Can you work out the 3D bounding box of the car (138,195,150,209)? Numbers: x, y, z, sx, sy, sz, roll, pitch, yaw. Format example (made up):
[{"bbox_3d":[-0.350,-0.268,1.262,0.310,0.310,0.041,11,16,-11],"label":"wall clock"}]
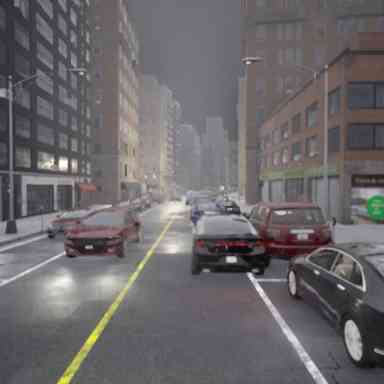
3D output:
[{"bbox_3d":[-5.617,1.296,33.021,1.802,1.307,4.206,-1,1,0],"label":"car"}]

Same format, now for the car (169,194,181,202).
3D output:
[{"bbox_3d":[-2.901,1.042,59.019,1.994,1.385,4.181,0,0,0],"label":"car"}]

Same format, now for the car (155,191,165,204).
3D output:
[{"bbox_3d":[-5.591,0.877,49.542,2.192,1.841,5.009,-1,1,0],"label":"car"}]

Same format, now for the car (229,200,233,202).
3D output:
[{"bbox_3d":[2.898,1.329,27.512,1.947,1.339,4.313,-1,1,0],"label":"car"}]

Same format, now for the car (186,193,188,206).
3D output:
[{"bbox_3d":[0.106,1.160,45.960,1.994,1.385,4.181,0,0,0],"label":"car"}]

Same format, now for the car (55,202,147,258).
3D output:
[{"bbox_3d":[-3.080,1.371,12.466,1.882,1.535,5.008,0,0,0],"label":"car"}]

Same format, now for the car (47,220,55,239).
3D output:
[{"bbox_3d":[-5.646,1.441,16.499,1.802,1.307,4.206,-1,0,0],"label":"car"}]

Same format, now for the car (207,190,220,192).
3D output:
[{"bbox_3d":[5.911,0.677,93.864,1.947,1.339,4.313,0,1,9],"label":"car"}]

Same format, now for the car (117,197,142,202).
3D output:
[{"bbox_3d":[-5.627,1.345,27.513,1.802,1.307,4.206,-1,1,0],"label":"car"}]

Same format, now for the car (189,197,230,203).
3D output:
[{"bbox_3d":[0.935,1.306,20.169,1.882,1.535,5.008,0,0,0],"label":"car"}]

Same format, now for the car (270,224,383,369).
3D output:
[{"bbox_3d":[2.860,1.503,5.487,2.008,1.369,4.403,-1,0,0],"label":"car"}]

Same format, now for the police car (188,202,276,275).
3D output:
[{"bbox_3d":[0.918,1.337,10.279,1.930,1.638,5.238,0,0,0],"label":"police car"}]

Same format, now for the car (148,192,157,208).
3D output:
[{"bbox_3d":[-5.609,1.104,38.527,1.967,1.590,4.097,-1,1,0],"label":"car"}]

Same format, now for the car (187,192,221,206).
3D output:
[{"bbox_3d":[0.885,1.127,26.138,2.097,1.767,4.553,0,1,0],"label":"car"}]

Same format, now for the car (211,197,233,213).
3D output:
[{"bbox_3d":[2.908,1.238,33.187,1.752,1.417,4.829,-1,1,0],"label":"car"}]

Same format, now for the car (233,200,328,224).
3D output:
[{"bbox_3d":[2.867,1.221,10.991,2.192,1.841,5.009,-1,0,0],"label":"car"}]

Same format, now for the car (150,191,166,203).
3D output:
[{"bbox_3d":[-5.581,0.825,55.049,2.192,1.841,5.009,-1,1,0],"label":"car"}]
